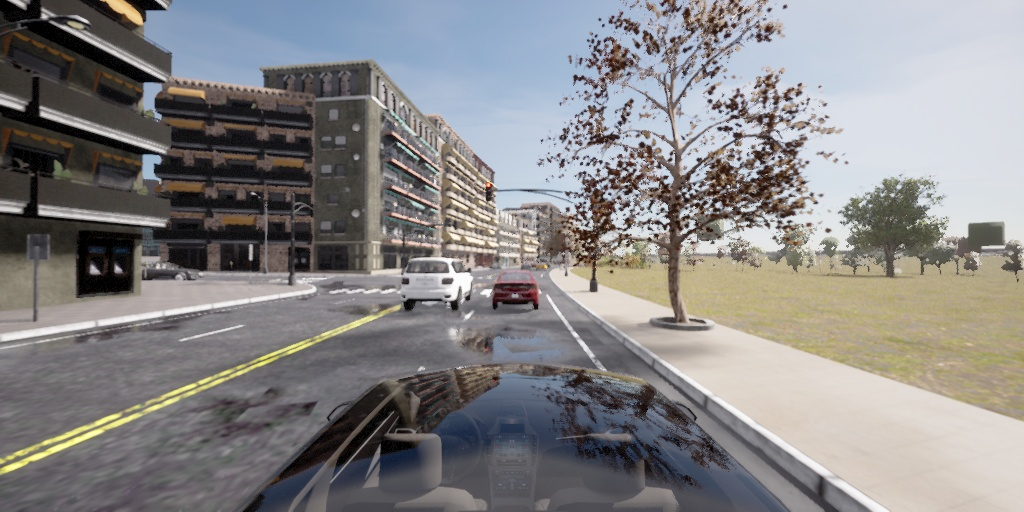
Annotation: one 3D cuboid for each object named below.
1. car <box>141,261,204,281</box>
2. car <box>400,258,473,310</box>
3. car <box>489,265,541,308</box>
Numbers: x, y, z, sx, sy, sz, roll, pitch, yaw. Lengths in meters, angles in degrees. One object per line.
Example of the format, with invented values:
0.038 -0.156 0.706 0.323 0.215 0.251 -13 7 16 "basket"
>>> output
-24.344 1.114 25.029 4.403 1.370 2.007 0 0 -17 "car"
-3.078 1.107 15.668 2.150 2.045 5.566 0 0 2 "car"
0.197 1.372 16.025 1.882 1.535 5.008 0 0 2 "car"
